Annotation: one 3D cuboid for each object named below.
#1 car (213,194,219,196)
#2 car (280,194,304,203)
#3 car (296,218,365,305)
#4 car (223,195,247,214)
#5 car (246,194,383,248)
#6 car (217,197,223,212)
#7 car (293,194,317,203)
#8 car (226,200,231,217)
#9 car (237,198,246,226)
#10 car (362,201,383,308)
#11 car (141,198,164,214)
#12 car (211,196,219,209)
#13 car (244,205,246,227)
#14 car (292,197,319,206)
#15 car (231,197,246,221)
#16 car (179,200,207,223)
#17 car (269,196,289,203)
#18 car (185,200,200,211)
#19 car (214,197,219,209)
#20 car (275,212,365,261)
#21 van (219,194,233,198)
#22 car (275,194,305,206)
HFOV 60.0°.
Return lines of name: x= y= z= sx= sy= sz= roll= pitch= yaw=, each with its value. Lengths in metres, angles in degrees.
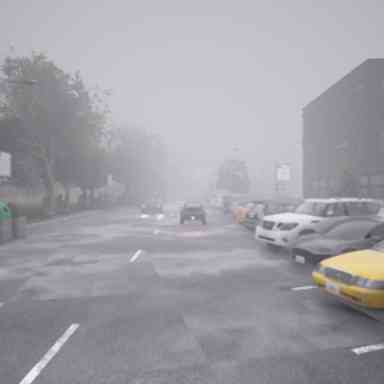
car: x=5.311 y=1.339 z=46.261 sx=5.566 sy=2.045 sz=2.435 roll=1 pitch=0 yaw=-20
car: x=23.827 y=1.456 z=79.436 sx=2.435 sy=2.045 sz=5.566 roll=0 pitch=-1 yaw=-22
car: x=5.150 y=1.486 z=7.129 sx=5.366 sy=1.575 sz=1.946 roll=1 pitch=0 yaw=-20
car: x=5.366 y=1.411 z=28.221 sx=4.553 sy=1.767 sz=2.185 roll=1 pitch=0 yaw=-20
car: x=5.306 y=1.248 z=13.189 sx=5.566 sy=2.045 sz=2.435 roll=1 pitch=0 yaw=-20
car: x=5.322 y=1.545 z=31.224 sx=5.008 sy=1.535 sz=2.097 roll=1 pitch=0 yaw=-20
car: x=26.887 y=1.457 z=79.480 sx=2.435 sy=2.045 sz=5.566 roll=1 pitch=-1 yaw=-22
car: x=5.334 y=1.567 z=25.212 sx=4.674 sy=1.452 sz=2.002 roll=1 pitch=0 yaw=-20
car: x=5.301 y=1.386 z=19.202 sx=4.553 sy=1.767 sz=2.185 roll=1 pitch=0 yaw=-20
car: x=5.312 y=1.237 z=4.172 sx=5.566 sy=2.045 sz=2.435 roll=1 pitch=0 yaw=-20
car: x=-4.196 y=1.426 z=36.053 sx=2.097 sy=1.767 sz=4.553 roll=0 pitch=0 yaw=0
car: x=5.135 y=1.566 z=40.167 sx=5.366 sy=1.575 sz=1.946 roll=1 pitch=0 yaw=-20
car: x=5.305 y=1.535 z=16.188 sx=4.792 sy=1.488 sz=2.163 roll=1 pitch=0 yaw=-20
car: x=21.157 y=1.678 z=62.402 sx=2.163 sy=1.488 sz=4.792 roll=0 pitch=1 yaw=-22
car: x=5.302 y=1.393 z=22.204 sx=4.553 sy=1.767 sz=2.185 roll=1 pitch=0 yaw=-20
car: x=0.065 y=1.549 z=25.579 sx=1.837 sy=1.490 sz=4.892 roll=0 pitch=0 yaw=0
car: x=20.804 y=1.735 z=79.347 sx=2.163 sy=1.488 sz=4.792 roll=0 pitch=-1 yaw=-21
car: x=0.034 y=1.693 z=42.261 sx=1.895 sy=1.301 sz=4.718 roll=0 pitch=0 yaw=0
car: x=5.324 y=1.603 z=37.226 sx=4.674 sy=1.452 sz=2.002 roll=1 pitch=0 yaw=-20
car: x=5.298 y=1.525 z=10.187 sx=4.792 sy=1.488 sz=2.163 roll=1 pitch=0 yaw=-20
van: x=5.436 y=1.330 z=34.270 sx=4.442 sy=1.987 sz=1.878 roll=1 pitch=0 yaw=-20
car: x=18.242 y=1.397 z=62.282 sx=2.435 sy=2.045 sz=5.566 roll=0 pitch=1 yaw=-21
